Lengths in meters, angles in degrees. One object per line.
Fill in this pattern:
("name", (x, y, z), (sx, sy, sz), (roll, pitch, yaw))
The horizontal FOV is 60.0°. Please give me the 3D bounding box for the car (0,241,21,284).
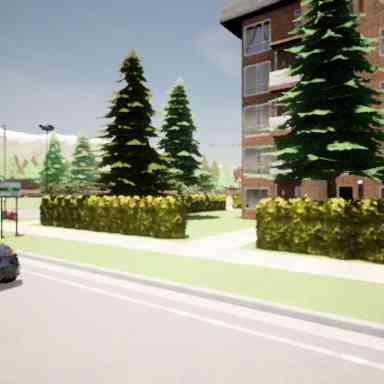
("car", (-6.185, 1.557, 8.393), (4.181, 1.385, 1.994), (0, 0, 36))
